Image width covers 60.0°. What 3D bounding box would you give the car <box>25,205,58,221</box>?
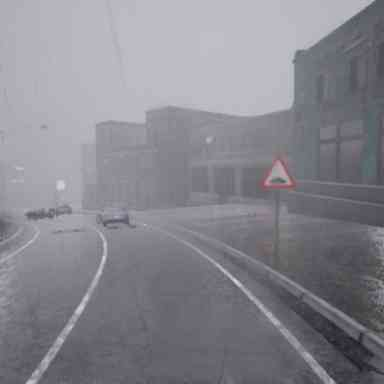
[{"bbox_3d":[-16.124,2.334,35.158,1.895,1.301,4.718,-3,0,-39],"label":"car"}]

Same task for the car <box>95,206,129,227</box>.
[{"bbox_3d":[-6.141,1.783,25.413,1.994,1.385,4.181,-2,-1,-24],"label":"car"}]

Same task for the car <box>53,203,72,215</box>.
[{"bbox_3d":[-16.279,2.143,40.653,2.128,1.511,4.902,-4,1,-39],"label":"car"}]
